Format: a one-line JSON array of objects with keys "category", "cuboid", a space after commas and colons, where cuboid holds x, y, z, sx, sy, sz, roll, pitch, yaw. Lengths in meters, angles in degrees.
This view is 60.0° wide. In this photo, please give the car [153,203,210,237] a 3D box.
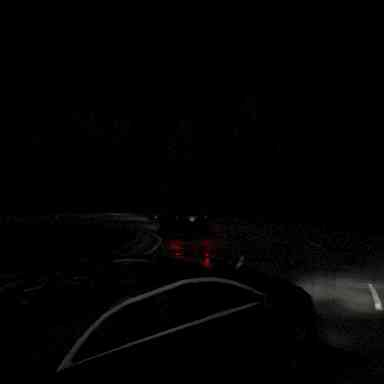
[{"category": "car", "cuboid": [-0.627, 1.459, 19.056, 2.097, 1.767, 4.553, 0, 0, -17]}]

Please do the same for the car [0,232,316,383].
[{"category": "car", "cuboid": [-0.353, 1.511, 3.725, 4.902, 1.511, 2.128, 1, 0, -45]}]

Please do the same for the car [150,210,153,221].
[{"category": "car", "cuboid": [-1.252, 1.634, 25.789, 4.902, 1.511, 2.128, 0, -1, 43]}]
